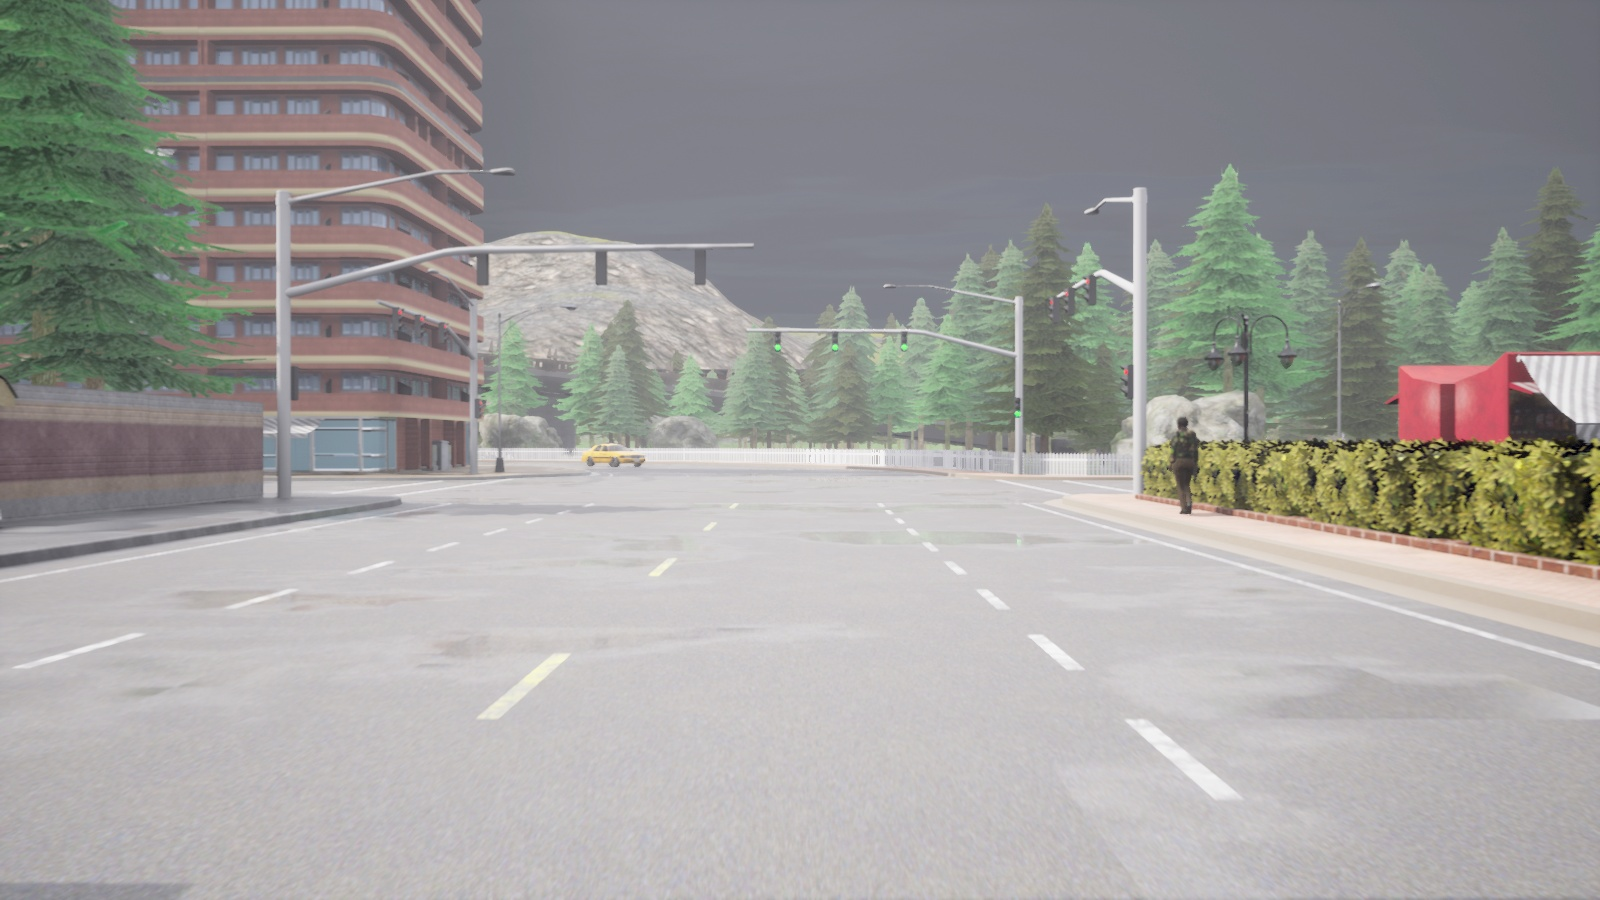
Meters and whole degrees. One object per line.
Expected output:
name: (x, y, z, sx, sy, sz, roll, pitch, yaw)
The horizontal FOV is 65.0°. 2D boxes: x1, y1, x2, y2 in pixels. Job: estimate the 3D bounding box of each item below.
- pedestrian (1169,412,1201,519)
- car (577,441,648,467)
pedestrian: (7.047, 0.276, 23.013, 0.395, 1.930, 0.692, 0, 0, 2)
car: (-11.618, 0.238, 77.698, 1.801, 1.575, 5.366, 0, 0, -40)
